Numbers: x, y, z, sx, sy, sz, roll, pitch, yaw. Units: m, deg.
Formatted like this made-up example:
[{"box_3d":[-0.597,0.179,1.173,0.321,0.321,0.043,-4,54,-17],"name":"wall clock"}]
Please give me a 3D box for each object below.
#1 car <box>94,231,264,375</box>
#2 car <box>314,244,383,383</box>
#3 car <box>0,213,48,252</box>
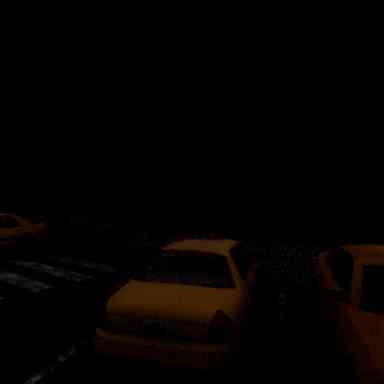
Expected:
[{"box_3d":[0.287,1.478,6.108,1.946,1.575,5.366,1,0,15],"name":"car"},{"box_3d":[2.696,1.485,4.202,2.097,1.535,5.008,1,0,15],"name":"car"},{"box_3d":[-7.149,1.371,10.984,1.946,1.575,5.366,1,0,16],"name":"car"}]
